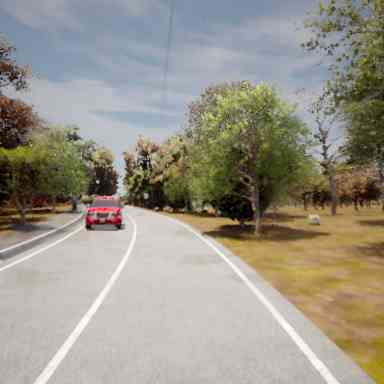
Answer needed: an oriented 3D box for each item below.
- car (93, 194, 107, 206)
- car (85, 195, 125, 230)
[{"bbox_3d":[-17.454,1.530,62.906,2.150,2.045,5.566,1,-1,-18],"label":"car"},{"bbox_3d":[-5.772,1.361,22.458,2.150,2.045,5.566,1,0,-10],"label":"car"}]
